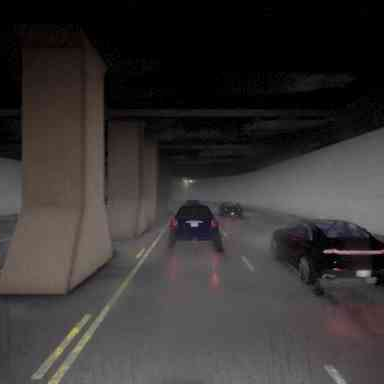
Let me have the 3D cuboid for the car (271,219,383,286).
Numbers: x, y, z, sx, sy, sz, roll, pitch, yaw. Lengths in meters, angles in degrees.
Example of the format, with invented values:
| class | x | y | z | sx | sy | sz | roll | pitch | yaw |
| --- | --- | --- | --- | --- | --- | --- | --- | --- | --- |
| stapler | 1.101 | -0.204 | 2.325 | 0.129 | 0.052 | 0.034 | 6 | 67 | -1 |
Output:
| class | x | y | z | sx | sy | sz | roll | pitch | yaw |
| --- | --- | --- | --- | --- | --- | --- | --- | --- | --- |
| car | 3.601 | 1.493 | 9.404 | 2.128 | 1.511 | 4.902 | 0 | 0 | 0 |

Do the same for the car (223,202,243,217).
| class | x | y | z | sx | sy | sz | roll | pitch | yaw |
| --- | --- | --- | --- | --- | --- | --- | --- | --- | --- |
| car | 3.599 | 1.606 | 31.813 | 1.895 | 1.301 | 4.718 | 0 | 0 | 0 |

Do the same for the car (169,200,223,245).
| class | x | y | z | sx | sy | sz | roll | pitch | yaw |
| --- | --- | --- | --- | --- | --- | --- | --- | --- | --- |
| car | 0.099 | 1.354 | 15.661 | 2.097 | 1.767 | 4.553 | 0 | 0 | 0 |

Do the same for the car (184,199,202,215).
| class | x | y | z | sx | sy | sz | roll | pitch | yaw |
| --- | --- | --- | --- | --- | --- | --- | --- | --- | --- |
| car | 0.086 | 1.531 | 34.372 | 1.812 | 1.442 | 4.674 | 0 | 0 | 0 |

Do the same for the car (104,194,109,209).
| class | x | y | z | sx | sy | sz | roll | pitch | yaw |
| --- | --- | --- | --- | --- | --- | --- | --- | --- | --- |
| car | -10.622 | 1.228 | 40.422 | 2.150 | 2.045 | 5.566 | 0 | 0 | 0 |
